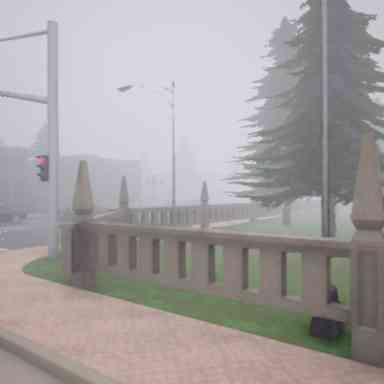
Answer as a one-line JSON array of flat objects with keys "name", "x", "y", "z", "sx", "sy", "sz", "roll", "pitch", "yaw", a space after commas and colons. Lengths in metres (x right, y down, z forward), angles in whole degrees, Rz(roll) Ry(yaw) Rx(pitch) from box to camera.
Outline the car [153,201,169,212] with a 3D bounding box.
[{"name": "car", "x": -2.966, "y": 1.734, "z": 40.668, "sx": 1.994, "sy": 1.385, "sz": 4.181, "roll": 0, "pitch": 0, "yaw": 36}]

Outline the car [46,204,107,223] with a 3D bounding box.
[{"name": "car", "x": -9.008, "y": 1.639, "z": 26.291, "sx": 2.128, "sy": 1.511, "sz": 4.902, "roll": 0, "pitch": 0, "yaw": 36}]

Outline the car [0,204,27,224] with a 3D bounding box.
[{"name": "car", "x": -14.710, "y": 1.673, "z": 24.326, "sx": 1.837, "sy": 1.490, "sz": 4.892, "roll": 0, "pitch": 0, "yaw": 36}]

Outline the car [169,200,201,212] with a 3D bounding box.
[{"name": "car", "x": -0.132, "y": 1.655, "z": 38.611, "sx": 1.837, "sy": 1.490, "sz": 4.892, "roll": 0, "pitch": -1, "yaw": 36}]
